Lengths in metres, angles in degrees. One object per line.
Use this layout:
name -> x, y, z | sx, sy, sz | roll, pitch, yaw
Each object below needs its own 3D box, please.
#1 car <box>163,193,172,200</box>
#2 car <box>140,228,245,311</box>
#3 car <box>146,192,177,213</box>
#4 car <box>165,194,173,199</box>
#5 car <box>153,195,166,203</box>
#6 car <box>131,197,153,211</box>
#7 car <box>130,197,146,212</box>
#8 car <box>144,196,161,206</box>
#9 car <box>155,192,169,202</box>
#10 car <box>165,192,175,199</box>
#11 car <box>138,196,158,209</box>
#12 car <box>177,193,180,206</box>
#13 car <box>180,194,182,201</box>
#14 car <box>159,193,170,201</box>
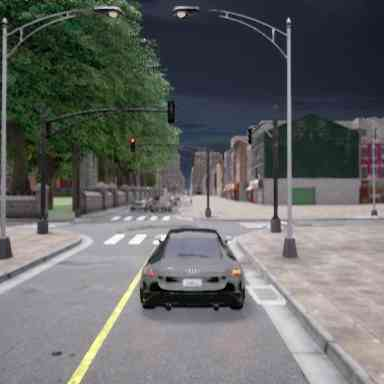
car -> -5.955, 1.085, 81.180 | 1.967, 1.590, 4.097 | 1, 0, -1
car -> 0.024, 1.516, 7.729 | 1.994, 1.385, 4.181 | 0, 0, 1
car -> -3.019, 1.161, 33.730 | 2.097, 1.767, 4.553 | 0, 0, 1
car -> -6.006, 1.163, 86.460 | 1.752, 1.417, 4.829 | 1, 0, -1
car -> -5.752, 1.279, 59.380 | 1.802, 1.307, 4.206 | 1, 0, -1
car -> -5.601, 1.313, 37.868 | 1.752, 1.417, 4.829 | 1, 0, -1
car -> -5.558, 1.348, 35.895 | 2.008, 1.369, 4.403 | 1, 0, -1
car -> -5.649, 1.304, 48.480 | 1.947, 1.339, 4.313 | 1, 0, -1
car -> -5.798, 0.995, 64.829 | 2.192, 1.841, 5.009 | 1, 0, -1
car -> -6.055, 0.948, 92.081 | 2.192, 1.841, 5.009 | 1, 0, -1
car -> -5.598, 1.313, 43.030 | 2.008, 1.369, 4.403 | 1, 0, -1
car -> -3.109, 1.263, 48.839 | 1.812, 1.442, 4.674 | 0, 0, -1
car -> -3.209, 1.180, 65.151 | 1.837, 1.490, 4.892 | 0, 1, 0
car -> -5.852, 1.105, 70.280 | 1.967, 1.590, 4.097 | 1, 0, -1
